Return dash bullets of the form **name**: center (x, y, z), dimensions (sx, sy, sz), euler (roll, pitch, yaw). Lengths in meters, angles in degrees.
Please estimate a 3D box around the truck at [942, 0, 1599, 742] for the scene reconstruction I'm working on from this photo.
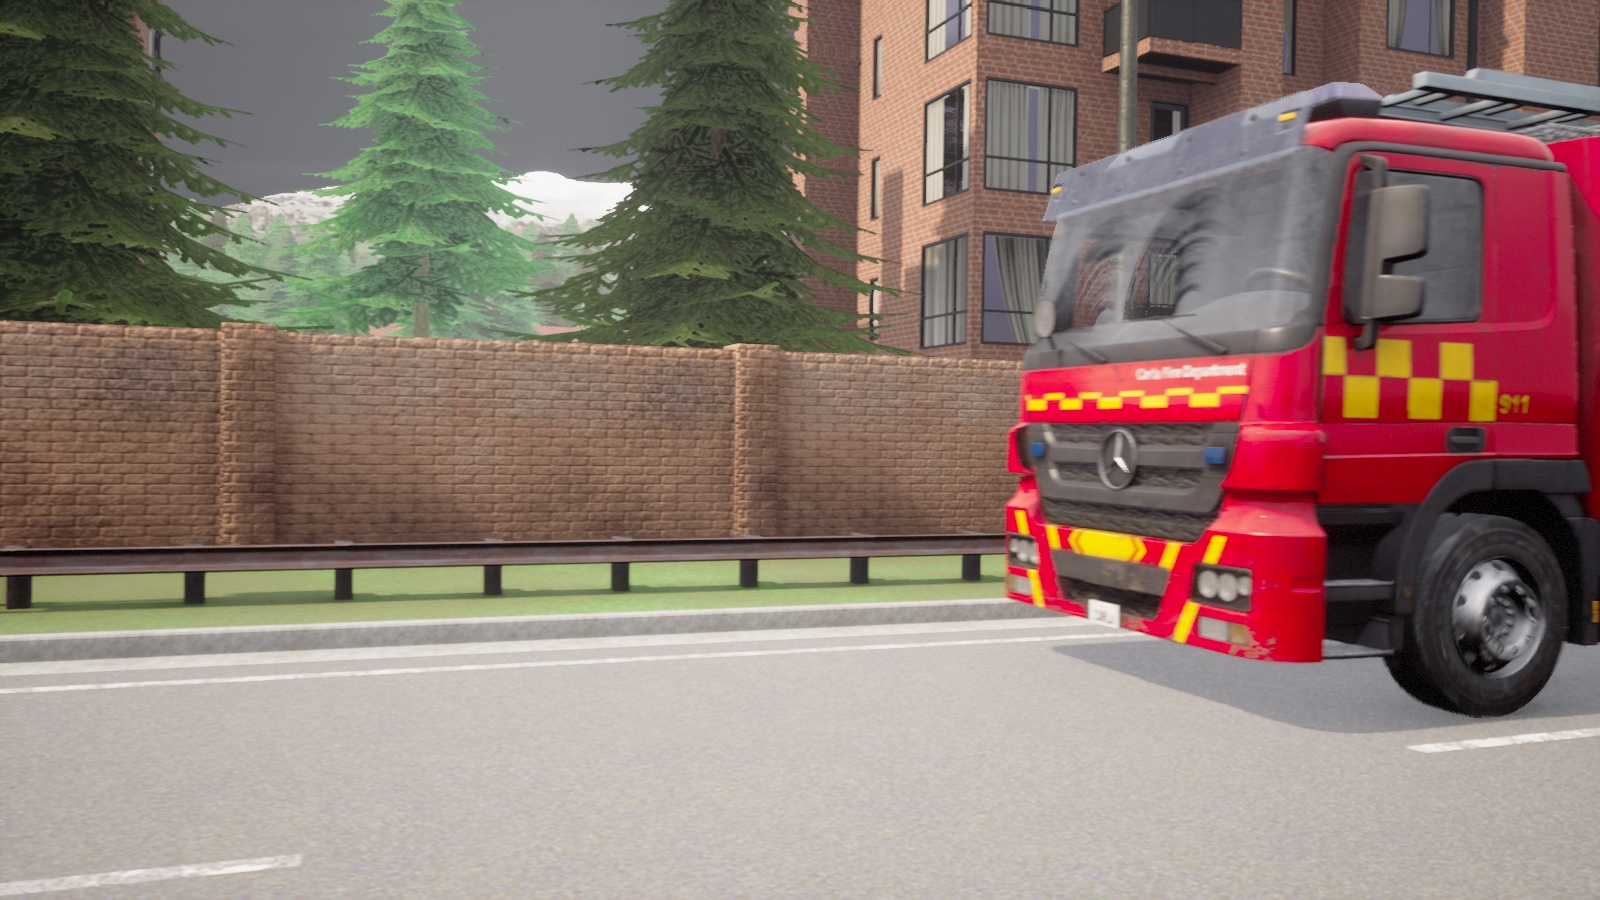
- **truck**: center (5.486, -0.527, 9.053), dimensions (8.468, 3.827, 2.891), euler (-1, 1, -21)
